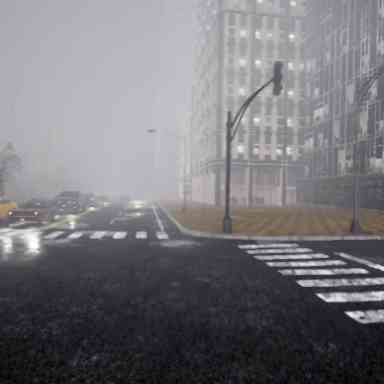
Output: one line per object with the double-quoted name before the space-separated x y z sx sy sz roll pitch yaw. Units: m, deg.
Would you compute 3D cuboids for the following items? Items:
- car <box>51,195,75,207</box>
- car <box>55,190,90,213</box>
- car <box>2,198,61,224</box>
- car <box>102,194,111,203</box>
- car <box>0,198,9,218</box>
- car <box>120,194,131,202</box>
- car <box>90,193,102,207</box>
"car" -16.491 1.100 42.643 1.994 1.385 4.181 1 0 -8
"car" -11.816 0.879 32.454 2.150 2.045 5.566 1 0 -8
"car" -10.361 1.323 21.910 1.895 1.301 4.718 1 0 -8
"car" -15.155 1.081 57.313 1.994 1.385 4.181 1 0 -8
"car" -13.788 1.131 22.954 1.882 1.535 5.008 1 0 -8
"car" -12.654 1.094 62.967 2.033 1.411 5.357 1 0 -8
"car" -13.140 0.954 42.171 2.097 1.767 4.553 1 0 -8
